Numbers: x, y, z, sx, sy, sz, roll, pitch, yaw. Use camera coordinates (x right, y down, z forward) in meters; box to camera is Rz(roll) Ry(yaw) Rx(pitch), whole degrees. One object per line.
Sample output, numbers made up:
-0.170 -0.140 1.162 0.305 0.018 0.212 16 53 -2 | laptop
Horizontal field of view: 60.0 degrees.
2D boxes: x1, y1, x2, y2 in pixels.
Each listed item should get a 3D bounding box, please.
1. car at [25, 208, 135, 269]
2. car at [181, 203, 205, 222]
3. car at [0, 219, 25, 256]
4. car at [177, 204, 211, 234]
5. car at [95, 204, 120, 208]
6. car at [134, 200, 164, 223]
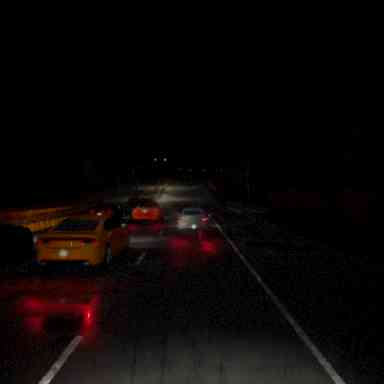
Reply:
-3.401 1.507 11.274 1.882 1.535 5.008 0 -1 0 | car
0.097 1.674 28.396 1.895 1.301 4.718 0 0 0 | car
-6.901 1.518 10.588 2.128 1.511 4.902 0 0 0 | car
0.095 1.576 19.446 1.812 1.442 4.674 0 0 0 | car
-6.903 1.634 27.083 1.994 1.385 4.181 0 0 0 | car
-3.403 1.420 26.157 2.097 1.767 4.553 0 0 0 | car
